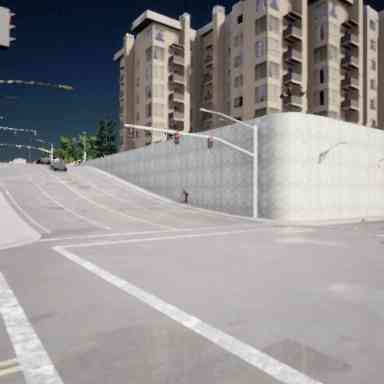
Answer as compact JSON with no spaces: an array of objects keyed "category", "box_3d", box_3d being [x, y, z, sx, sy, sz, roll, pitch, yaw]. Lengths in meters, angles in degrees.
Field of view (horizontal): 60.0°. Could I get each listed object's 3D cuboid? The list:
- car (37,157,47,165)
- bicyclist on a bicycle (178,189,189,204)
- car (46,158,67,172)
[{"category":"car","box_3d":[-26.873,-5.607,60.688,1.994,1.385,4.181,0,4,-35]},{"category":"bicyclist on a bicycle","box_3d":[-0.834,0.506,36.460,1.656,1.620,0.582,0,6,-35]},{"category":"car","box_3d":[-21.097,-4.094,52.546,1.994,1.385,4.181,1,11,-34]}]
